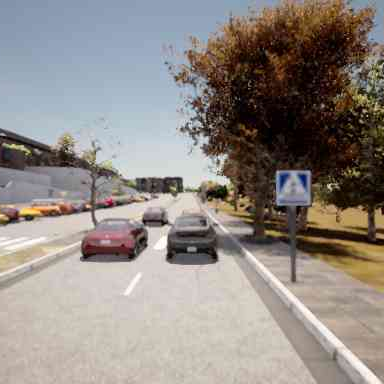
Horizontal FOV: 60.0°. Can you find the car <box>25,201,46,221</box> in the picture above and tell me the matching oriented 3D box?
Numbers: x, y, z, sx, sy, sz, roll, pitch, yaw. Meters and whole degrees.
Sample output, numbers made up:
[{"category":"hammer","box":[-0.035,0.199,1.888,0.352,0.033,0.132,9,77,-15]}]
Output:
[{"category":"car","box":[-16.710,1.929,30.662,5.366,1.575,1.946,0,-1,-20]}]

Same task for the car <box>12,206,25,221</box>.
[{"category":"car","box":[-16.912,1.911,27.600,4.792,1.488,2.163,0,-1,-20]}]

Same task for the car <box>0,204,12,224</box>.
[{"category":"car","box":[-16.714,1.825,24.696,5.366,1.575,1.946,0,-1,-20]}]

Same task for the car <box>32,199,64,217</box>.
[{"category":"car","box":[-16.853,1.906,36.573,4.553,1.767,2.185,0,-1,-20]}]

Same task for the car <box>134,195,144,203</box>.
[{"category":"car","box":[-16.823,2.372,93.363,4.792,1.488,2.163,-1,0,-20]}]

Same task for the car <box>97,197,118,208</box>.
[{"category":"car","box":[-16.896,2.004,60.428,5.566,2.045,2.435,-1,0,-20]}]

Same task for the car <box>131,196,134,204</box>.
[{"category":"car","box":[-16.852,2.344,78.339,4.674,1.452,2.002,-1,0,-20]}]

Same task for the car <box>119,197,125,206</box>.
[{"category":"car","box":[-16.842,2.020,66.424,5.566,2.045,2.435,-1,0,-20]}]

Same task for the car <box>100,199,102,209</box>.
[{"category":"car","box":[-16.844,2.235,51.498,4.792,1.488,2.163,-1,-1,-20]}]

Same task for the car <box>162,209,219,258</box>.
[{"category":"car","box":[0.022,1.673,13.515,1.837,1.490,4.892,0,0,1]}]

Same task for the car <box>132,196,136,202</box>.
[{"category":"car","box":[-16.830,2.341,81.357,4.792,1.488,2.163,-1,0,-20]}]

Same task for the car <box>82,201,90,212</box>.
[{"category":"car","box":[-16.901,2.182,45.502,4.792,1.488,2.163,-1,0,-20]}]

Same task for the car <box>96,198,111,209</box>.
[{"category":"car","box":[-16.865,2.281,57.455,4.674,1.452,2.002,-1,0,-20]}]

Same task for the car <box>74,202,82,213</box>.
[{"category":"car","box":[-16.872,2.155,42.530,4.674,1.452,2.002,0,-1,-20]}]

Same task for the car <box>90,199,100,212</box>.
[{"category":"car","box":[-16.701,2.175,48.571,5.366,1.575,1.946,-1,-1,-20]}]

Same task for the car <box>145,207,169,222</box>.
[{"category":"car","box":[-2.992,1.934,27.542,2.033,1.411,5.357,0,-1,0]}]

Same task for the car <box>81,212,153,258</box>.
[{"category":"car","box":[-2.975,1.731,13.542,1.994,1.385,4.181,0,-1,1]}]

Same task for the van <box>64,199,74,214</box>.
[{"category":"van","box":[-16.773,1.851,39.601,4.442,1.987,1.878,0,-1,-20]}]

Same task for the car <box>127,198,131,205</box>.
[{"category":"car","box":[-16.831,2.170,75.367,4.553,1.767,2.185,-1,0,-20]}]
